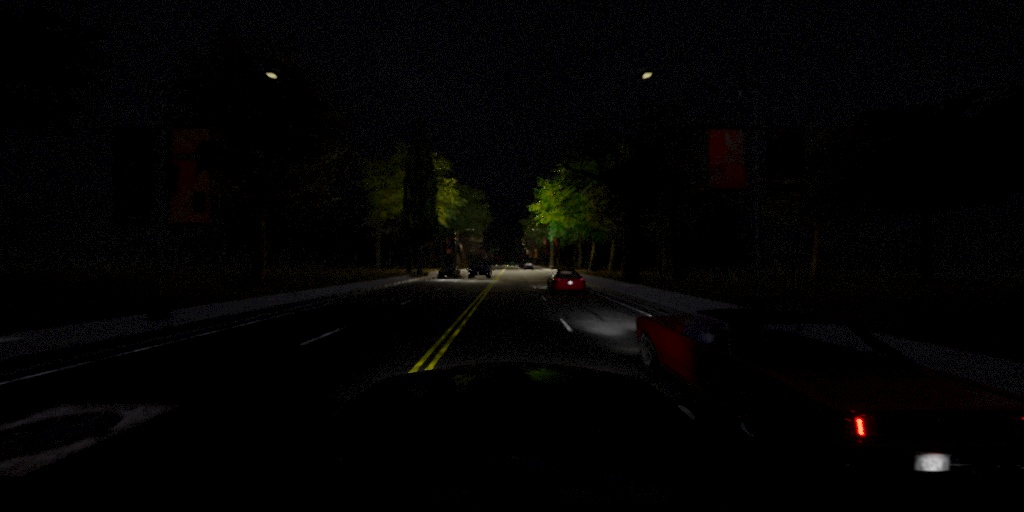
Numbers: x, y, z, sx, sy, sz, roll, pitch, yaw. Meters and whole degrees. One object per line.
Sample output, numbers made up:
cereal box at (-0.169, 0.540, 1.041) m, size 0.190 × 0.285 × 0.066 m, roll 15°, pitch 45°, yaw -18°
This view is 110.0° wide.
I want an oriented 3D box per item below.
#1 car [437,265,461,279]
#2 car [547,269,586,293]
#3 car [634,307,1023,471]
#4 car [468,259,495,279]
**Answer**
car at (-6.593, 1.671, 38.305) m, size 2.033 × 1.411 × 5.357 m, roll 0°, pitch -1°, yaw 0°
car at (3.349, 1.512, 22.566) m, size 1.994 × 1.385 × 4.181 m, roll 0°, pitch -1°, yaw 0°
car at (3.351, 1.381, 5.079) m, size 1.895 × 1.301 × 4.718 m, roll 0°, pitch -1°, yaw 0°
car at (-3.342, 1.344, 38.174) m, size 2.150 × 2.045 × 5.566 m, roll 0°, pitch -1°, yaw 0°
